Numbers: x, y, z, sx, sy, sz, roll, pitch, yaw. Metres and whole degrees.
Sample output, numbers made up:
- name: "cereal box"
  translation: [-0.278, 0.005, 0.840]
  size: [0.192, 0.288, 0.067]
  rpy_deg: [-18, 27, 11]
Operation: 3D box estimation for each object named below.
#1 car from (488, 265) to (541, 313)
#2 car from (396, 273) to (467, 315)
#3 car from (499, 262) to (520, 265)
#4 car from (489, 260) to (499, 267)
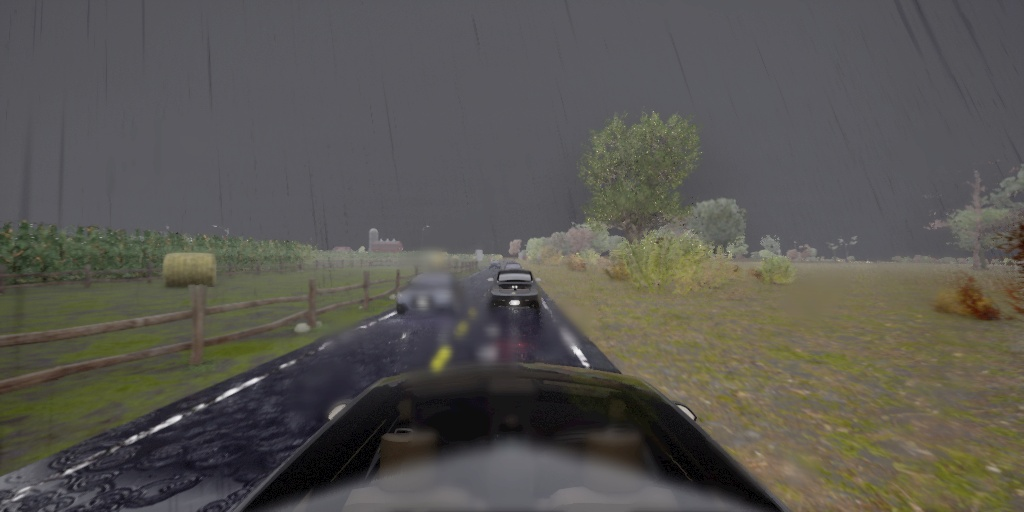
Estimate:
- name: "car"
  translation: [0.102, 1.266, 14.044]
  size: [1.837, 1.490, 4.892]
  rpy_deg: [0, 0, 0]
- name: "car"
  translation: [-2.849, 1.324, 13.446]
  size: [1.994, 1.385, 4.181]
  rpy_deg: [0, 0, 0]
- name: "car"
  translation: [0.103, 1.338, 32.562]
  size: [2.033, 1.411, 5.357]
  rpy_deg: [0, 0, 0]
- name: "car"
  translation: [-2.745, 1.418, 58.736]
  size: [2.033, 1.411, 5.357]
  rpy_deg: [0, 0, 0]
